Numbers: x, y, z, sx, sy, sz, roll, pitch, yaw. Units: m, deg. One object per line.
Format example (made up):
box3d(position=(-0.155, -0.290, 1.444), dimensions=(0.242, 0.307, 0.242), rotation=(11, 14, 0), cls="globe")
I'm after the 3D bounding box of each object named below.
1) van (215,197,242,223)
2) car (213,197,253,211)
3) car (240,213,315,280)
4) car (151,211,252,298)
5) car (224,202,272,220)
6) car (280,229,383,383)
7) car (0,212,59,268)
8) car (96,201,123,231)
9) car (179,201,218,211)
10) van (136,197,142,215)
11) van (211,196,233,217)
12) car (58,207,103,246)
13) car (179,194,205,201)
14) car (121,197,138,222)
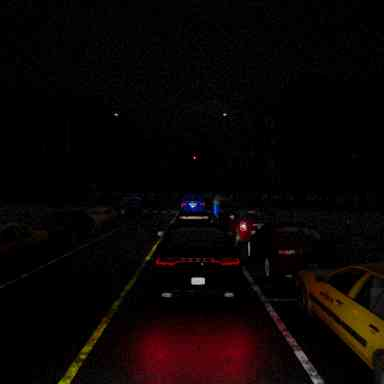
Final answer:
box3d(position=(2.755, 1.345, 26.092), dimensions=(1.690, 1.788, 3.998), rotation=(0, 0, 0), cls="van")
box3d(position=(2.756, 1.317, 20.655), dimensions=(2.192, 1.841, 5.009), rotation=(0, 0, 0), cls="car")
box3d(position=(2.758, 1.545, 9.779), dimensions=(1.887, 1.381, 4.507), rotation=(0, 0, 0), cls="car")
box3d(position=(0.093, 1.478, 8.558), dimensions=(1.882, 1.535, 5.008), rotation=(0, 0, 0), cls="car")
box3d(position=(2.757, 1.441, 15.217), dimensions=(1.967, 1.590, 4.097), rotation=(0, 0, 0), cls="car")
box3d(position=(2.759, 1.525, 4.512), dimensions=(1.752, 1.417, 4.829), rotation=(0, 0, 0), cls="car")
box3d(position=(-5.767, 1.526, 9.608), dimensions=(1.752, 1.417, 4.829), rotation=(0, 0, 0), cls="car")
box3d(position=(-5.769, 1.528, 20.483), dimensions=(1.752, 1.417, 4.829), rotation=(0, 0, 0), cls="car")
box3d(position=(0.093, 1.493, 19.001), dimensions=(2.128, 1.511, 4.902), rotation=(0, 0, 0), cls="car")
box3d(position=(-5.771, 1.346, 31.528), dimensions=(1.690, 1.788, 3.998), rotation=(0, 0, 0), cls="van")
box3d(position=(2.754, 1.346, 31.530), dimensions=(1.690, 1.788, 3.998), rotation=(0, 0, 0), cls="van")
box3d(position=(-5.768, 1.567, 15.215), dimensions=(1.947, 1.339, 4.313), rotation=(0, 0, 0), cls="car")
box3d(position=(0.018, 1.226, 29.369), dimensions=(2.150, 2.045, 5.566), rotation=(0, 0, -2), cls="car")
box3d(position=(-5.770, 1.444, 26.090), dimensions=(1.967, 1.590, 4.097), rotation=(0, 0, 0), cls="car")
